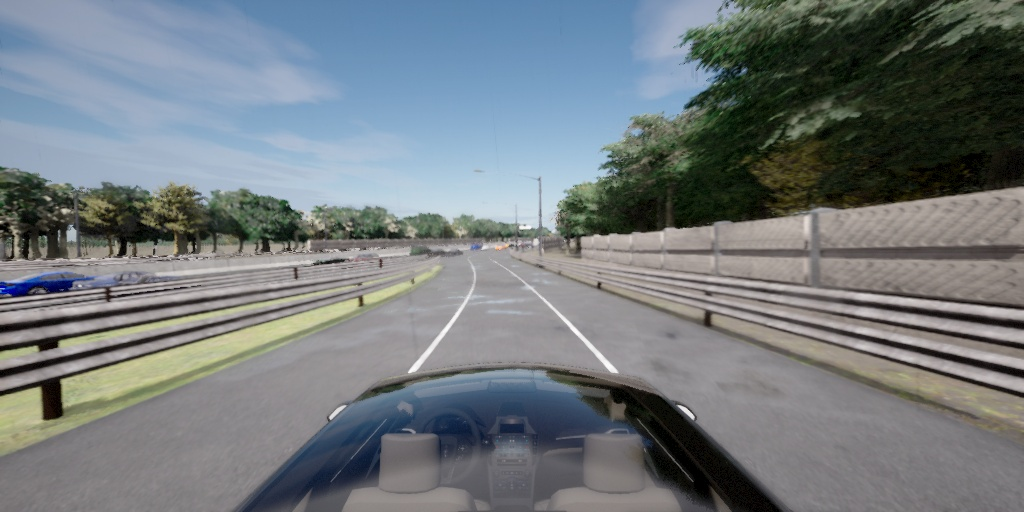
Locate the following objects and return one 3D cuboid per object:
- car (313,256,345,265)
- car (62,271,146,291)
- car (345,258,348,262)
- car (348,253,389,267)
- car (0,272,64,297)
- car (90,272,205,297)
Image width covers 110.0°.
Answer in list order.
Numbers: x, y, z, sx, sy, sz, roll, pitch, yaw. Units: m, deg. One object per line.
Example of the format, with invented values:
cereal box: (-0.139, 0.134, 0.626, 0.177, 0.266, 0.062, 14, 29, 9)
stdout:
car: (-23.049, 0.615, 46.199, 1.895, 1.301, 4.718, 0, 3, 15)
car: (-25.295, 1.718, 23.947, 2.033, 1.411, 5.357, 0, 3, 15)
car: (-19.238, 0.489, 46.923, 1.994, 1.385, 4.181, 0, 3, 15)
car: (-16.732, 0.456, 42.701, 2.097, 1.767, 4.553, 0, 3, 15)
car: (-29.110, 1.742, 23.205, 1.882, 1.535, 5.008, 0, 3, 15)
car: (-22.118, 1.813, 22.268, 1.895, 1.301, 4.718, 0, 3, 15)
